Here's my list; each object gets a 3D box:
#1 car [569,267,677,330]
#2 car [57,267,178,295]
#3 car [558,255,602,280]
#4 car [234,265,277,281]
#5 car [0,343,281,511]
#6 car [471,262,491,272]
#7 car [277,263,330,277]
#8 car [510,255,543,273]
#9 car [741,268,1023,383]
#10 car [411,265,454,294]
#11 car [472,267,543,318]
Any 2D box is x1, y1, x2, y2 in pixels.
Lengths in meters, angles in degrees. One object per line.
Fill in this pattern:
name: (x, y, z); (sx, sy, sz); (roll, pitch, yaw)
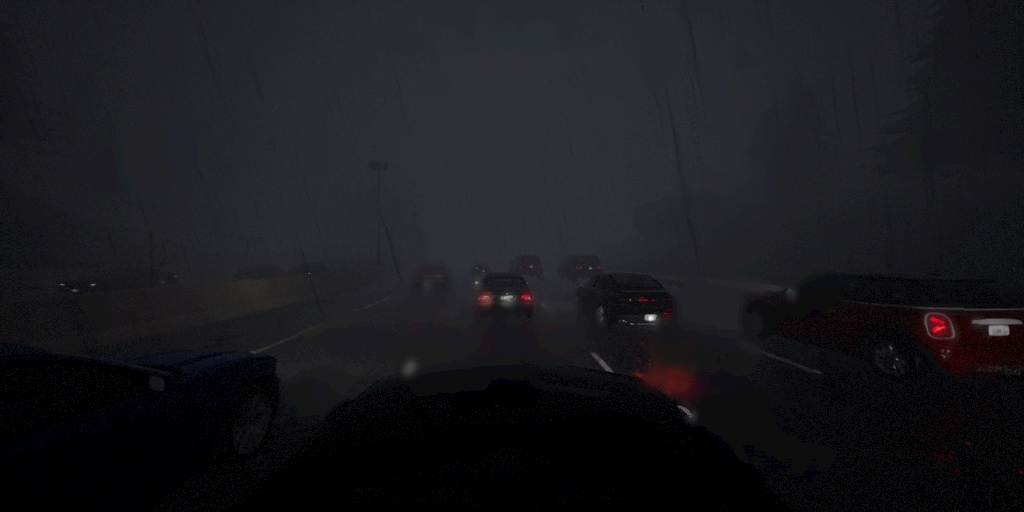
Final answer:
car: (3.266, 1.249, 11.119); (1.837, 1.490, 4.892); (0, 0, -3)
car: (-22.175, 1.343, 20.619); (2.033, 1.411, 5.357); (0, 0, -6)
car: (5.278, 0.962, 28.205); (2.150, 2.045, 5.566); (0, 0, -7)
car: (-19.416, 1.366, 27.773); (1.994, 1.385, 4.181); (0, 0, -8)
car: (-3.471, 1.235, 1.917); (1.882, 1.535, 5.008); (0, 0, 0)
car: (-3.126, 1.284, 36.709); (1.812, 1.442, 4.674); (0, 0, -10)
car: (-15.955, 1.288, 28.304); (2.128, 1.511, 4.902); (0, 0, -8)
car: (1.210, 0.971, 32.051); (2.150, 2.045, 5.566); (0, 0, -8)
car: (6.918, 1.088, 7.262); (2.097, 1.767, 4.553); (0, 0, -1)
car: (-4.405, 1.251, 20.235); (2.128, 1.511, 4.902); (0, 0, -5)
car: (-0.305, 1.299, 13.013); (2.033, 1.411, 5.357); (0, 0, -3)
